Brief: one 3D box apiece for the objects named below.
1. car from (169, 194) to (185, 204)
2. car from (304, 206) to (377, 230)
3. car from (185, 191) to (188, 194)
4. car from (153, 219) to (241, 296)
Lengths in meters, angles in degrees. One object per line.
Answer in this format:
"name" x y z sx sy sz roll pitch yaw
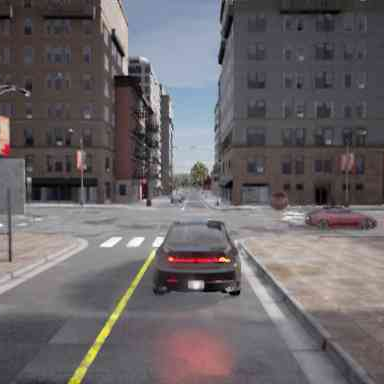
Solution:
"car" -2.485 1.168 53.652 1.812 1.442 4.674 0 1 0
"car" 9.313 1.619 21.017 4.181 1.385 1.994 0 2 0
"car" -2.390 1.051 69.180 2.033 1.411 5.357 0 1 0
"car" 0.160 1.451 8.541 1.837 1.490 4.892 0 0 2
